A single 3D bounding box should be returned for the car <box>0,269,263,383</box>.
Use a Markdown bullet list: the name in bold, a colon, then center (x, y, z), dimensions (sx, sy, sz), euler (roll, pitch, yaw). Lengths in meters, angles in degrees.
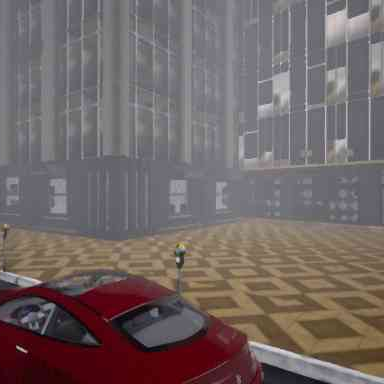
- **car**: center (-1.290, 1.580, 3.793), dimensions (4.206, 1.307, 1.802), euler (0, 0, 35)
